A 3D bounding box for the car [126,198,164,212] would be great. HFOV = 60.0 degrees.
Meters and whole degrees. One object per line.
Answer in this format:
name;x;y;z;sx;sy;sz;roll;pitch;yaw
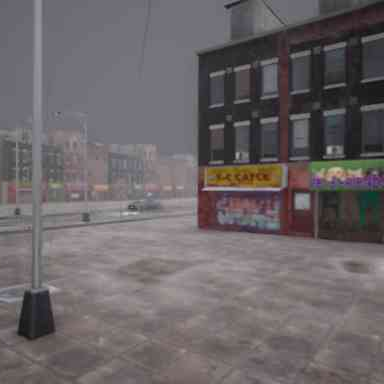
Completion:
car;-4.894;1.347;35.039;1.994;1.385;4.181;1;1;35
